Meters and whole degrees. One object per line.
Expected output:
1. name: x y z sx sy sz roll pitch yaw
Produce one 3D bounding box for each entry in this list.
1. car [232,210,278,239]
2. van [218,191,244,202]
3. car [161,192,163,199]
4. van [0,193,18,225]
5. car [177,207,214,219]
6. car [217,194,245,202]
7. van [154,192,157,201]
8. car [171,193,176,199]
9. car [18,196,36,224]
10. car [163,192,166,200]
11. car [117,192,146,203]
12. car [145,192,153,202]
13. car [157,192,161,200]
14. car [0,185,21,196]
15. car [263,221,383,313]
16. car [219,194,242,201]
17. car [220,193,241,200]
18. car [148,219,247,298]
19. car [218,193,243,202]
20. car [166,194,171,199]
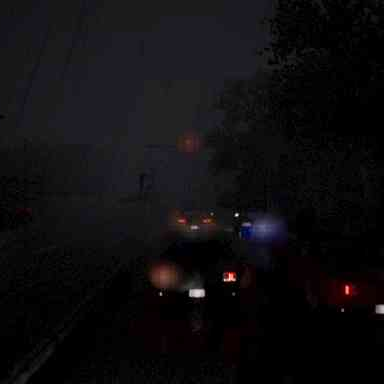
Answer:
1. car: 3.170 1.568 16.690 1.994 1.385 4.181 0 0 1
2. van: 7.307 0.965 64.031 4.442 1.987 1.878 1 0 -14
3. car: -9.612 1.267 76.393 4.674 1.452 2.002 -1 0 -13
4. van: -13.595 1.271 20.660 4.442 1.987 1.878 -1 0 -19
5. car: 0.177 1.531 17.536 1.812 1.442 4.674 0 0 1
6. car: 8.228 1.179 69.994 5.366 1.575 1.946 1 0 -13
7. van: -10.215 1.008 70.427 4.442 1.987 1.878 -1 0 -14
8. car: -7.970 0.958 88.382 5.566 2.045 2.435 -1 0 -12
9. car: -13.619 1.374 23.638 4.553 1.767 2.185 -1 0 -19
10. car: -9.239 1.263 79.395 4.674 1.452 2.002 -1 0 -13
11. car: -11.422 1.284 61.444 4.792 1.488 2.163 -1 0 -15
12. car: -10.776 1.237 64.436 5.366 1.575 1.946 -1 0 -15
13. car: -9.986 1.233 73.398 4.892 1.521 2.231 -1 0 -14
14. car: -28.146 0.073 52.317 2.002 1.452 4.674 6 -3 -19
15. car: 3.123 1.601 7.581 1.895 1.301 4.718 0 0 0
16. car: 8.746 1.209 75.833 4.674 1.452 2.002 1 0 -13
17. car: 9.488 1.030 81.700 4.553 1.767 2.185 1 0 -12
18. car: 0.113 1.602 8.434 1.895 1.301 4.718 0 0 0
19. car: 7.691 1.060 67.001 4.553 1.767 2.185 1 0 -14
20. car: -8.422 1.254 85.377 4.674 1.452 2.002 -1 0 -12
